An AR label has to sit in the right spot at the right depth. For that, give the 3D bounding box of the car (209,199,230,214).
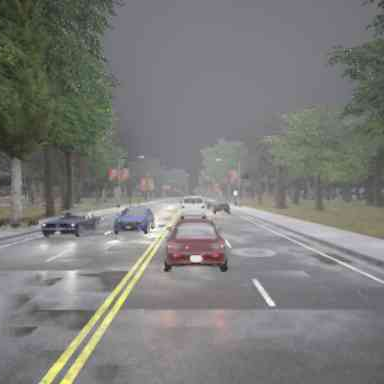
[{"bbox_3d":[3.366,1.751,38.765,1.837,1.490,4.892,0,0,0],"label":"car"}]

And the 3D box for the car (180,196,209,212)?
[{"bbox_3d":[0.112,1.409,29.835,2.150,2.045,5.566,0,0,0],"label":"car"}]

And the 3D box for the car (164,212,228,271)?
[{"bbox_3d":[0.105,1.595,11.013,1.812,1.442,4.674,0,0,0],"label":"car"}]

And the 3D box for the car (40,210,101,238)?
[{"bbox_3d":[-6.593,1.717,18.566,1.895,1.301,4.718,0,0,0],"label":"car"}]

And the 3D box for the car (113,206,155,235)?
[{"bbox_3d":[-3.341,1.603,19.964,1.882,1.535,5.008,0,-1,0],"label":"car"}]
